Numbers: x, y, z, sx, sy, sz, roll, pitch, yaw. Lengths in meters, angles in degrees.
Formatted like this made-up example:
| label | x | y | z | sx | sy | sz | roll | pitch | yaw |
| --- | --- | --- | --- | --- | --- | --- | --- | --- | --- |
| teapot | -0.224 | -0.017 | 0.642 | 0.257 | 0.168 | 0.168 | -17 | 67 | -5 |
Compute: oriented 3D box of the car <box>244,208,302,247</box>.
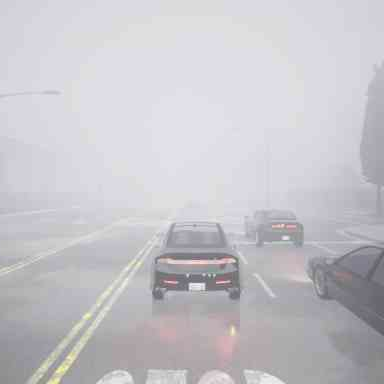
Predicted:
| label | x | y | z | sx | sy | sz | roll | pitch | yaw |
| --- | --- | --- | --- | --- | --- | --- | --- | --- | --- |
| car | 3.574 | 1.505 | 15.116 | 1.837 | 1.490 | 4.892 | 0 | 0 | 0 |

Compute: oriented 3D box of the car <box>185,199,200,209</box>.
| label | x | y | z | sx | sy | sz | roll | pitch | yaw |
| --- | --- | --- | --- | --- | --- | --- | --- | --- | --- |
| car | 0.024 | 1.601 | 44.146 | 1.895 | 1.301 | 4.718 | 0 | 0 | 0 |

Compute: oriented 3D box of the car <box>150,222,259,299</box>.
| label | x | y | z | sx | sy | sz | roll | pitch | yaw |
| --- | --- | --- | --- | --- | --- | --- | --- | --- | --- |
| car | 0.086 | 1.492 | 8.417 | 2.128 | 1.511 | 4.902 | 0 | 0 | 0 |

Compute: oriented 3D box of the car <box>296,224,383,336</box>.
| label | x | y | z | sx | sy | sz | roll | pitch | yaw |
| --- | --- | --- | --- | --- | --- | --- | --- | --- | --- |
| car | 3.591 | 1.547 | 5.370 | 2.033 | 1.411 | 5.357 | 0 | 0 | 0 |
